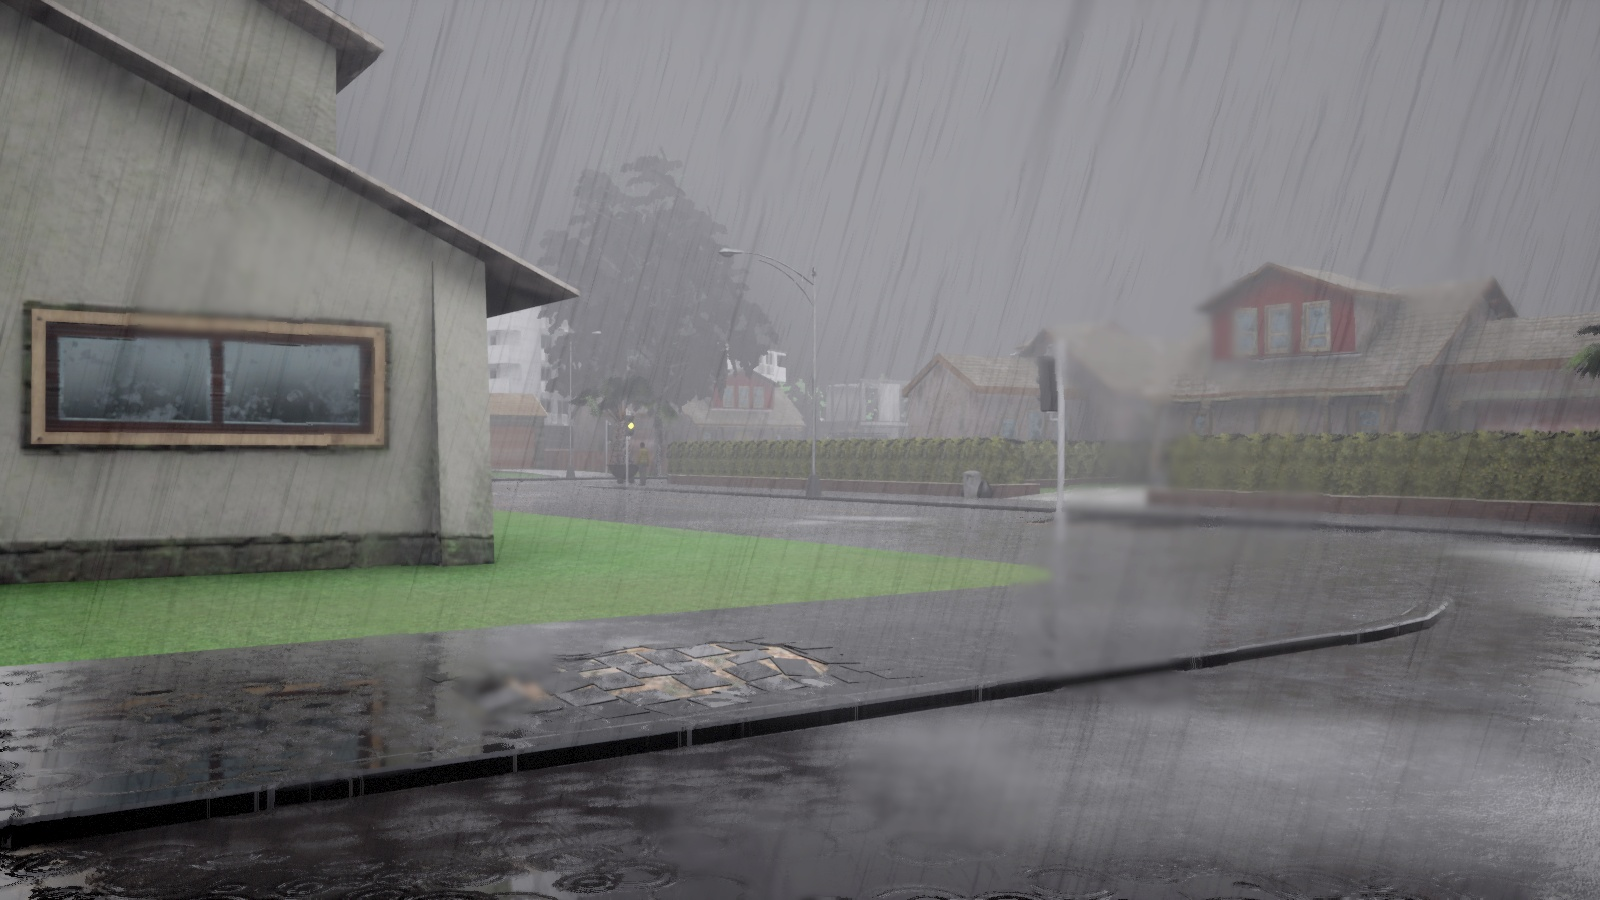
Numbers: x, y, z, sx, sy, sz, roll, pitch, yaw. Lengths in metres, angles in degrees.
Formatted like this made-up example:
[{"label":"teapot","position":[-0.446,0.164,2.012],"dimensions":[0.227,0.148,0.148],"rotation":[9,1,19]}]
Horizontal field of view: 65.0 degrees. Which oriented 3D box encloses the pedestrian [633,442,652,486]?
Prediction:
[{"label":"pedestrian","position":[-6.607,0.598,52.661],"dimensions":[0.431,1.840,0.709],"rotation":[0,0,-43]}]
